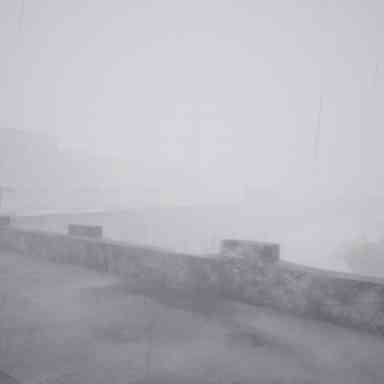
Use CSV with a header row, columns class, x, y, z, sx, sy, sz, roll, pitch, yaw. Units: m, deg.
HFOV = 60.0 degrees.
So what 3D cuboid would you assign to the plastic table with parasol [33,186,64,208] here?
class,x,y,z,sx,sy,sz,roll,pitch,yaw
plastic table with parasol,-17.242,0.584,40.004,2.482,2.480,2.482,1,0,36
